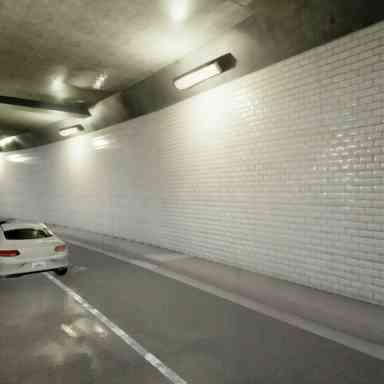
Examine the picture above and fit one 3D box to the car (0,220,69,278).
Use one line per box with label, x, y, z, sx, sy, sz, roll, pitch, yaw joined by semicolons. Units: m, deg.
car;-4.998;1.526;9.522;1.812;1.442;4.674;0;0;-39
